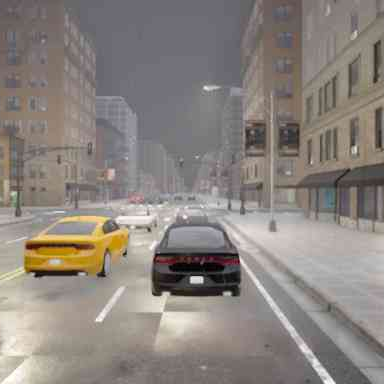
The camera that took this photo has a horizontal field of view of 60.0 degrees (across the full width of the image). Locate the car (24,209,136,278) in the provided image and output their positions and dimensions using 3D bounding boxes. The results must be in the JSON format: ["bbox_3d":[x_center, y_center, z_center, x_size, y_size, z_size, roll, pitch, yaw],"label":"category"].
[{"bbox_3d":[-3.164,1.479,10.126,1.882,1.535,5.008,0,0,0],"label":"car"}]

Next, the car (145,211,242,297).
[{"bbox_3d":[0.089,1.479,8.643,1.882,1.535,5.008,0,0,0],"label":"car"}]

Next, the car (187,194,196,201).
[{"bbox_3d":[-0.099,1.468,80.810,1.882,1.535,5.008,0,0,0],"label":"car"}]

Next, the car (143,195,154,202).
[{"bbox_3d":[-9.843,1.494,76.160,1.837,1.490,4.892,0,0,0],"label":"car"}]

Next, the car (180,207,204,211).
[{"bbox_3d":[-0.022,1.549,18.461,2.033,1.411,5.357,0,0,0],"label":"car"}]

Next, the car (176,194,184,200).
[{"bbox_3d":[-3.362,1.400,91.226,2.033,1.411,5.357,0,0,0],"label":"car"}]

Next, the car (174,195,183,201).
[{"bbox_3d":[-3.349,1.491,80.806,1.837,1.490,4.892,0,0,0],"label":"car"}]

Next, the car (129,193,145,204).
[{"bbox_3d":[-9.886,1.222,60.540,2.150,2.045,5.566,0,0,0],"label":"car"}]

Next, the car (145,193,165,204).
[{"bbox_3d":[-6.638,1.223,60.511,2.150,2.045,5.566,0,0,0],"label":"car"}]

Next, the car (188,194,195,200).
[{"bbox_3d":[-0.112,1.338,91.230,1.882,1.535,5.008,0,0,0],"label":"car"}]

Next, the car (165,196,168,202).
[{"bbox_3d":[-6.593,1.518,75.922,1.812,1.442,4.674,0,0,0],"label":"car"}]

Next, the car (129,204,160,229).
[{"bbox_3d":[-3.175,1.603,20.020,1.895,1.301,4.718,0,0,0],"label":"car"}]
